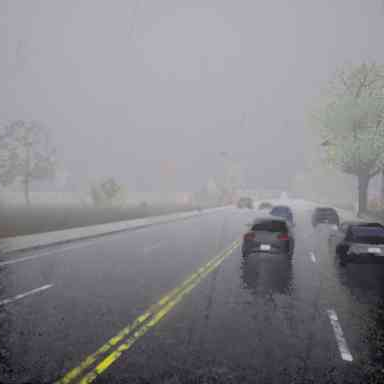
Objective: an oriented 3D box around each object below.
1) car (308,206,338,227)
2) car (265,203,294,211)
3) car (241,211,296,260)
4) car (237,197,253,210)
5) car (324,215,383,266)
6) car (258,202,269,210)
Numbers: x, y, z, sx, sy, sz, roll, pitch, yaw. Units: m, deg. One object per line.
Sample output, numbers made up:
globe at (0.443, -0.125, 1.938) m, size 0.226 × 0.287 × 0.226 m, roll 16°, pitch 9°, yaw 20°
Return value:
car at (10.343, 1.892, 26.144) m, size 1.837 × 1.490 × 4.892 m, roll 0°, pitch 0°, yaw 17°
car at (7.575, 1.867, 28.207) m, size 1.882 × 1.535 × 5.008 m, roll 0°, pitch 0°, yaw 17°
car at (3.130, 1.711, 13.358) m, size 1.812 × 1.442 × 4.674 m, roll 0°, pitch 0°, yaw 17°
car at (9.000, 1.930, 56.109) m, size 2.150 × 2.045 × 5.566 m, roll 0°, pitch -1°, yaw 17°
car at (6.111, 1.756, 11.988) m, size 1.994 × 1.385 × 4.181 m, roll 0°, pitch -1°, yaw 17°
car at (12.262, 2.289, 55.679) m, size 1.994 × 1.385 × 4.181 m, roll 0°, pitch -1°, yaw 17°
